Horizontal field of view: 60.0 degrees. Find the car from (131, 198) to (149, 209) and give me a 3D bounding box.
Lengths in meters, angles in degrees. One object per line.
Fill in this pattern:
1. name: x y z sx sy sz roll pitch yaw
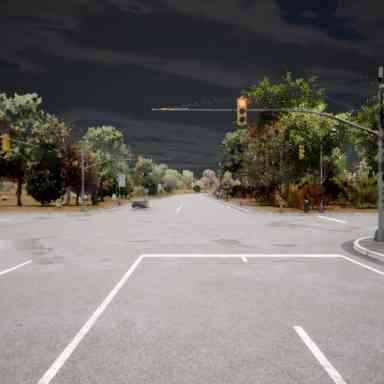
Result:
1. car: -7.000 1.547 45.626 2.033 1.411 5.357 0 0 0
